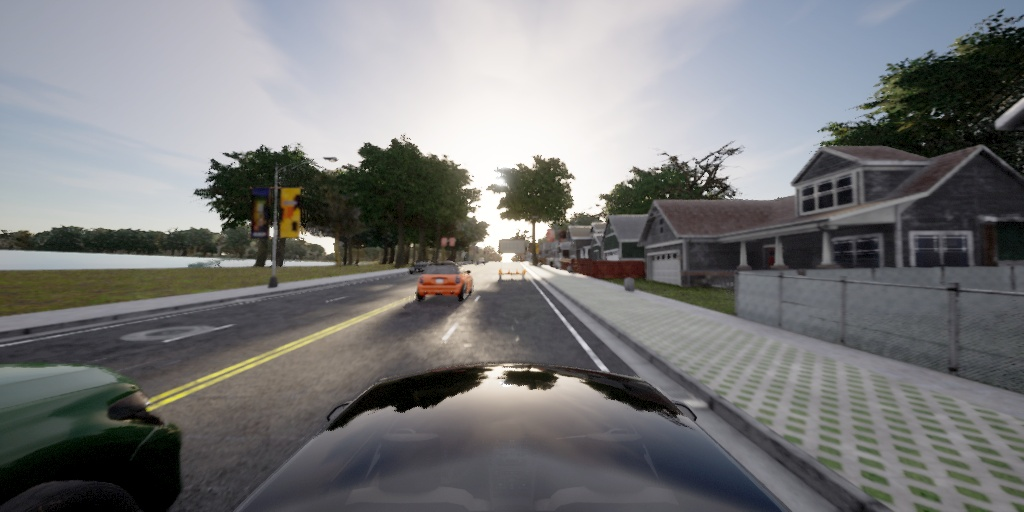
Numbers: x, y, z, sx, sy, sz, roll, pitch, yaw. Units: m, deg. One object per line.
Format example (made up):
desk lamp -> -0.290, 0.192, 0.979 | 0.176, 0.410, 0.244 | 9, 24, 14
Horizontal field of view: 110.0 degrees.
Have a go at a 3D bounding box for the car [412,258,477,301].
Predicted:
car -> -3.146, 1.109, 17.654 | 2.097, 1.767, 4.553 | 0, 0, 0

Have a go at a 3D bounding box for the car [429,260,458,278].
car -> -6.591, 1.221, 35.052 | 1.882, 1.535, 5.008 | 0, 0, 0

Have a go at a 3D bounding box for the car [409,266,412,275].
car -> -9.832, 1.301, 39.208 | 1.994, 1.385, 4.181 | 0, 0, 0

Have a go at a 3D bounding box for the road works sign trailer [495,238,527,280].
road works sign trailer -> -0.002, 0.213, 31.525 | 2.380, 3.560, 2.880 | 0, 0, 1
